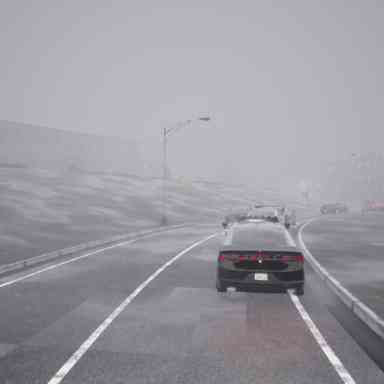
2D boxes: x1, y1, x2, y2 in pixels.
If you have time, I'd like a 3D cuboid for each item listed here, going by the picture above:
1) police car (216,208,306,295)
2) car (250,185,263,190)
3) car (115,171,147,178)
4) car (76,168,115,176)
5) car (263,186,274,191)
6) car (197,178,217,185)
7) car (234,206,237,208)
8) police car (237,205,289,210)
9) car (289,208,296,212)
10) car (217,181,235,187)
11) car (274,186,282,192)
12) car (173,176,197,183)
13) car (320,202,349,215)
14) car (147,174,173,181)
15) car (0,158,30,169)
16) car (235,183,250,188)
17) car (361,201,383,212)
[{"bbox_3d":[1.749,1.458,9.009,1.930,1.638,5.238,-1,0,9],"label":"police car"},{"bbox_3d":[13.367,-0.838,75.551,2.231,1.521,4.892,-4,-6,42],"label":"car"},{"bbox_3d":[-10.198,-2.494,52.126,4.892,1.521,2.231,3,-5,-41],"label":"car"},{"bbox_3d":[-14.379,-2.725,48.531,4.892,1.521,2.231,3,-5,-41],"label":"car"},{"bbox_3d":[17.047,-0.641,79.818,2.185,1.767,4.553,-4,-6,41],"label":"car"},{"bbox_3d":[1.946,-1.825,63.452,4.553,1.767,2.185,4,-6,-44],"label":"car"},{"bbox_3d":[4.477,1.922,29.507,1.812,1.442,4.674,-2,-2,30],"label":"car"},{"bbox_3d":[4.061,1.544,18.270,1.930,1.638,5.238,-1,-1,19],"label":"police car"},{"bbox_3d":[6.136,1.693,23.490,1.837,1.490,4.892,-2,-1,24],"label":"car"},{"bbox_3d":[5.952,-1.380,67.525,2.163,1.488,4.792,-4,-6,44],"label":"car"},{"bbox_3d":[20.632,-0.417,84.129,2.435,2.045,5.566,-3,-6,40],"label":"car"},{"bbox_3d":[-2.009,-1.972,59.596,5.008,1.535,2.097,4,-6,-43],"label":"car"},{"bbox_3d":[17.853,2.050,41.565,4.892,1.490,1.837,1,-4,-41],"label":"car"},{"bbox_3d":[-6.063,-2.199,55.815,4.674,1.452,2.002,4,-6,-42],"label":"car"},{"bbox_3d":[-22.680,-3.283,41.423,4.553,1.767,2.185,3,-5,-41],"label":"car"},{"bbox_3d":[9.736,-1.086,71.533,2.002,1.452,4.674,-4,-6,43],"label":"car"},{"bbox_3d":[27.245,2.117,49.727,4.553,1.767,2.097,2,-4,-39],"label":"car"}]
